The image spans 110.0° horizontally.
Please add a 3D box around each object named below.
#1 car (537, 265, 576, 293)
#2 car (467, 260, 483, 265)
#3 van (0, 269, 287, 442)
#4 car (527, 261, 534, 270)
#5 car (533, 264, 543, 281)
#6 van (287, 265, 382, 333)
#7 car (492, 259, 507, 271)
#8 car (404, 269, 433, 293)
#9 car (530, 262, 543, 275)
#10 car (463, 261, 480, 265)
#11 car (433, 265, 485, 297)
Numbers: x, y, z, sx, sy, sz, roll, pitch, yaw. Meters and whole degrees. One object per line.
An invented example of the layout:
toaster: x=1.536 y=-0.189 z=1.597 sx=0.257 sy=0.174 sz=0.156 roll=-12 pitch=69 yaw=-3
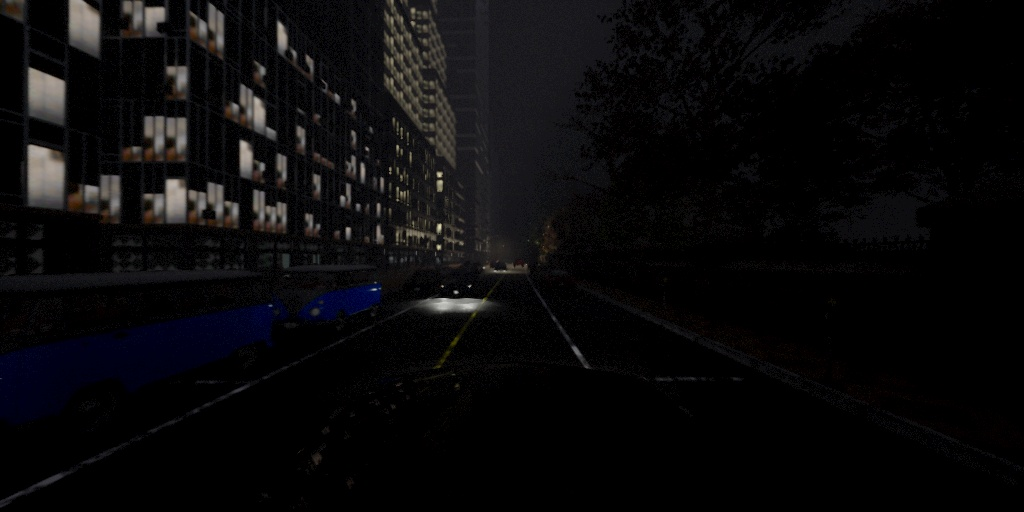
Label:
car: x=2.818 y=1.444 z=22.130 sx=1.888 sy=1.381 sz=4.507 roll=0 pitch=0 yaw=1
car: x=-4.858 y=1.375 z=44.458 sx=2.192 sy=1.841 sz=5.009 roll=0 pitch=0 yaw=1
van: x=-5.311 y=1.113 z=5.057 sx=1.690 sy=1.789 sz=3.998 roll=0 pitch=0 yaw=0
car: x=3.174 y=1.505 z=44.714 sx=1.967 sy=1.591 sz=4.097 roll=0 pitch=0 yaw=1
car: x=2.881 y=1.506 z=27.776 sx=1.948 sy=1.339 sz=4.313 roll=0 pitch=0 yaw=1
van: x=-5.295 y=1.154 z=10.685 sx=1.690 sy=1.789 sz=3.998 roll=0 pitch=0 yaw=0
car: x=-1.903 y=1.710 z=61.117 sx=1.812 sy=1.442 sz=4.674 roll=0 pitch=0 yaw=2
car: x=-5.210 y=1.461 z=21.940 sx=1.948 sy=1.339 sz=4.313 roll=0 pitch=0 yaw=1
car: x=2.961 y=1.548 z=33.426 sx=1.948 sy=1.339 sz=4.313 roll=0 pitch=0 yaw=1
car: x=-4.972 y=1.569 z=38.830 sx=2.007 sy=1.370 sz=4.403 roll=0 pitch=0 yaw=1
car: x=-2.755 y=1.432 z=20.399 sx=2.033 sy=1.411 sz=5.357 roll=0 pitch=0 yaw=0
